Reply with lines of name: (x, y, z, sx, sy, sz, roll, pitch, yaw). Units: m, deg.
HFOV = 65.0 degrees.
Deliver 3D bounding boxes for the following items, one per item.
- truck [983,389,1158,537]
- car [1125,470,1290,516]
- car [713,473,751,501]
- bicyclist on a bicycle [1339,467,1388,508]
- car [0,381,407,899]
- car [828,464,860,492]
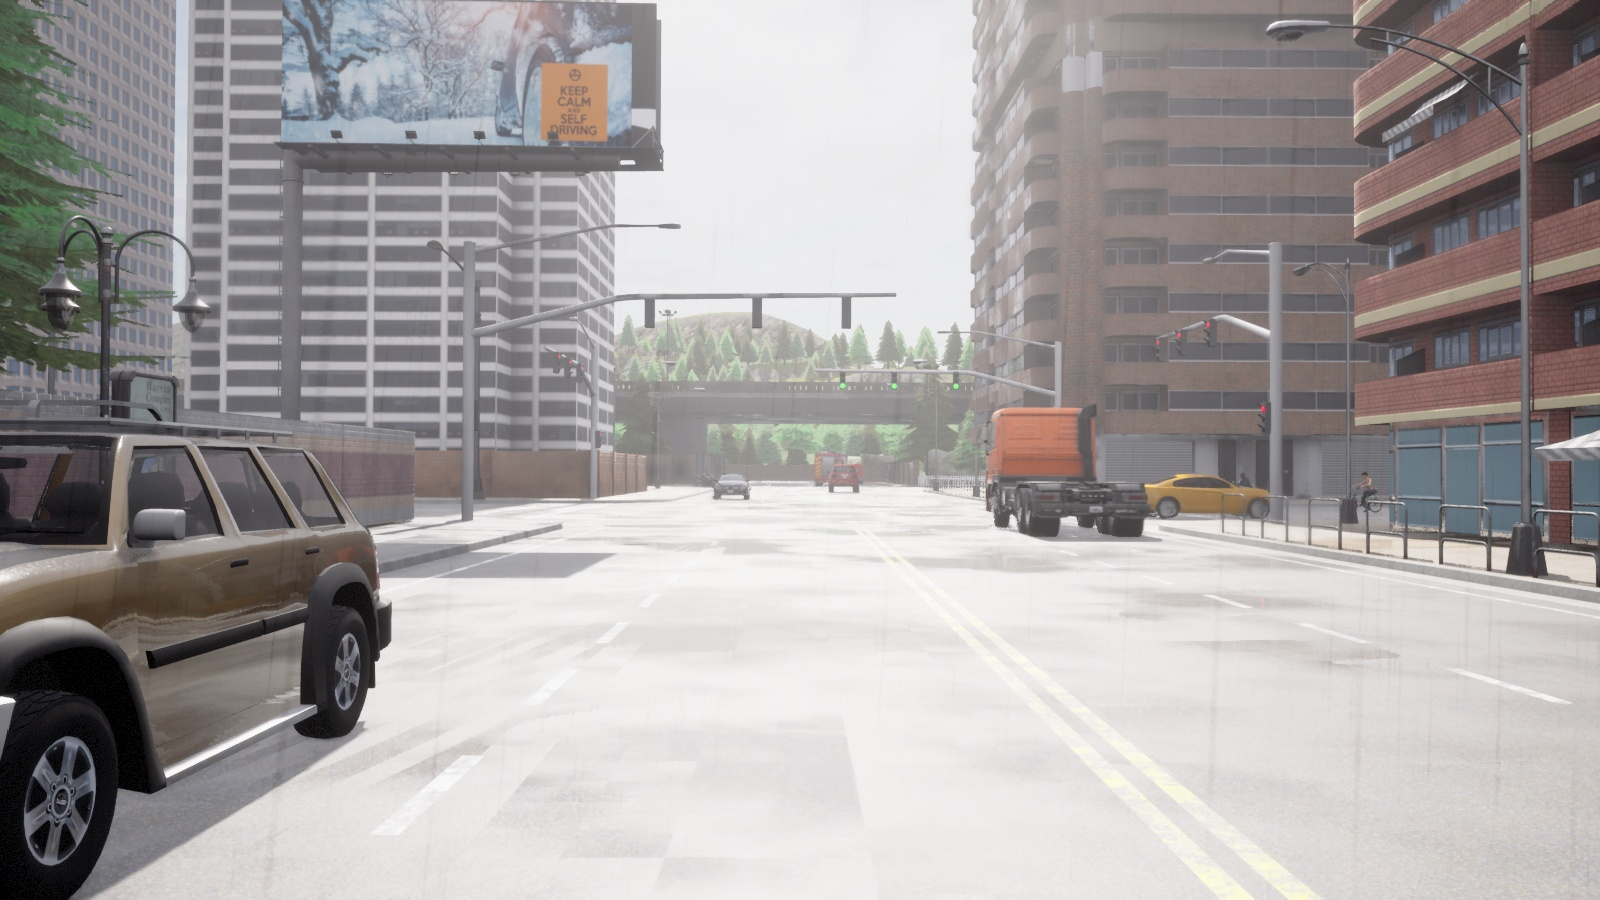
truck: (6.900, 0.364, 33.346, 2.891, 3.462, 7.936, 0, -1, 0)
car: (13.809, 1.454, 42.779, 5.008, 1.535, 1.882, 0, -1, 0)
car: (-3.696, 2.011, 68.991, 1.812, 1.442, 4.674, 0, -1, 0)
bicyclist on a bicycle: (22.322, 1.495, 49.752, 1.509, 1.612, 0.866, 0, -1, 0)
car: (-3.520, 0.744, 5.891, 1.932, 1.855, 4.605, 0, -1, 0)
car: (3.234, 2.078, 93.139, 2.150, 2.045, 5.566, 0, -1, 0)
